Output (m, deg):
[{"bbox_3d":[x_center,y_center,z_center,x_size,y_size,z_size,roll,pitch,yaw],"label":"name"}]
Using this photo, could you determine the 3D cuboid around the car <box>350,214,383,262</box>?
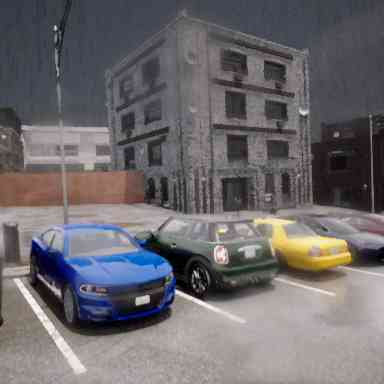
[{"bbox_3d":[4.690,1.590,12.313,2.163,1.488,4.792,1,0,-36],"label":"car"}]

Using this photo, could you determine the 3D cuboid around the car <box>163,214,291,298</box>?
[{"bbox_3d":[0.044,1.376,8.996,2.185,1.767,4.553,1,0,-35],"label":"car"}]

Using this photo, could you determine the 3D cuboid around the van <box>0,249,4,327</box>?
[{"bbox_3d":[-4.573,1.246,5.885,1.878,1.987,4.442,0,0,-35],"label":"van"}]

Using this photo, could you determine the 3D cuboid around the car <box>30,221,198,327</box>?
[{"bbox_3d":[-2.249,1.478,7.406,2.097,1.535,5.008,0,0,-35],"label":"car"}]

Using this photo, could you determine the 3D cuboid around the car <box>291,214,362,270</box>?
[{"bbox_3d":[2.293,1.528,10.867,1.946,1.575,5.366,1,0,-35],"label":"car"}]

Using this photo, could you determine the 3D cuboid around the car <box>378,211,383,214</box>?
[{"bbox_3d":[6.946,1.629,13.954,2.002,1.452,4.674,1,0,-35],"label":"car"}]
